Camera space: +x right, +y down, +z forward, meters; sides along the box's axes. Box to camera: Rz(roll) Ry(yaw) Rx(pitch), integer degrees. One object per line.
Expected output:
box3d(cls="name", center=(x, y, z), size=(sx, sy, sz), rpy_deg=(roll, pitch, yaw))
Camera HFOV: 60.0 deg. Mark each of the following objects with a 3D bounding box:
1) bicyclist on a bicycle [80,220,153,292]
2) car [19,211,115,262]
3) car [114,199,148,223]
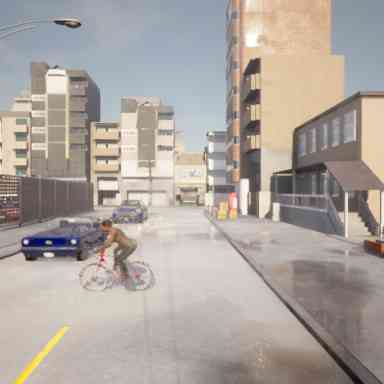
box3d(cls="bicyclist on a bicycle", center=(-1.711, 1.451, 7.448), size=(1.656, 1.620, 0.582), rpy_deg=(-2, 0, -1))
box3d(cls="car", center=(-4.386, 1.601, 12.275), size=(1.895, 1.301, 4.718), rpy_deg=(0, 0, -1))
box3d(cls="car", center=(-4.620, 1.352, 25.411), size=(2.097, 1.767, 4.553), rpy_deg=(0, 0, -1))
